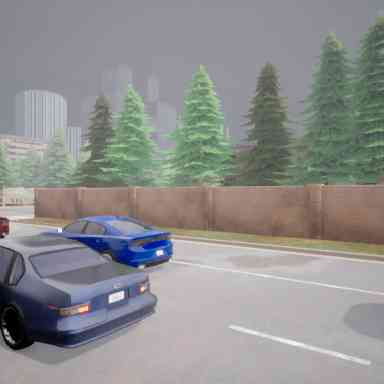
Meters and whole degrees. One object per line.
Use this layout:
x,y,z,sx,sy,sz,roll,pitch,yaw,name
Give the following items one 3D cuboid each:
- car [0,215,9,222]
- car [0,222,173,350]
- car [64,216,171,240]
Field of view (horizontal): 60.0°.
-10.708,1.478,15.926,5.008,1.535,1.882,0,0,35,car
-3.126,1.547,6.214,5.357,1.411,2.033,0,0,35,car
-2.880,1.478,10.345,5.008,1.535,1.882,0,0,35,car
